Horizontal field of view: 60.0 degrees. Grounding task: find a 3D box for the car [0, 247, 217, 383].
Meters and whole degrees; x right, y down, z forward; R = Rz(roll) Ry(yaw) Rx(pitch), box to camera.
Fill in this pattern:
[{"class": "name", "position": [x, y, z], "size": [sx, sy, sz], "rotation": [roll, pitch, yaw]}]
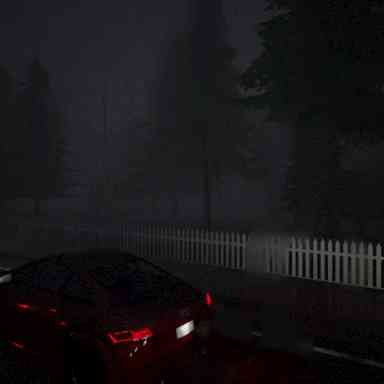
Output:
[{"class": "car", "position": [-1.727, 1.564, 5.008], "size": [4.181, 1.385, 1.994], "rotation": [0, 0, 35]}]
